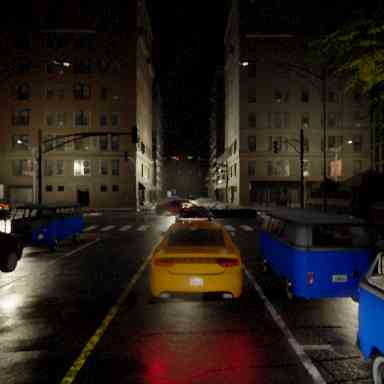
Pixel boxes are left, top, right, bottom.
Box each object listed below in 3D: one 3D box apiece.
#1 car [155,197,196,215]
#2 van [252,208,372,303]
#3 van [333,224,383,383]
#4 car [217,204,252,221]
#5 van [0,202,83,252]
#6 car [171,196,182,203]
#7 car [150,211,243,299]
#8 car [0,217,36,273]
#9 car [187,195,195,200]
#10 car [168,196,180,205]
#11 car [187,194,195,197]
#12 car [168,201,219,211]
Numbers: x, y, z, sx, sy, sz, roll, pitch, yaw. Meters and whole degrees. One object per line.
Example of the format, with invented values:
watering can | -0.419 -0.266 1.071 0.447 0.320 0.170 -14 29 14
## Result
car | -0.658 1.443 28.961 5.008 1.535 1.882 0 0 -1
van | 2.704 1.337 7.912 1.690 1.788 3.998 0 0 0
van | 2.679 1.340 2.255 1.690 1.788 3.998 0 0 0
car | 2.689 1.559 25.740 4.718 1.301 1.895 0 0 -1
van | -5.796 1.333 13.600 1.690 1.788 3.998 0 0 0
car | -3.141 1.493 69.650 2.033 1.411 5.357 0 0 -1
car | 0.114 1.473 8.500 1.882 1.535 5.008 0 0 1
car | -5.822 1.540 7.940 1.887 1.381 4.507 0 0 0
car | -0.313 1.546 89.168 1.895 1.301 4.718 0 0 -1
car | -3.124 1.436 59.061 1.882 1.535 5.008 0 0 0
car | -0.227 1.306 79.387 2.097 1.767 4.553 0 0 -1
car | 0.075 1.478 17.919 2.128 1.511 4.902 0 0 0
